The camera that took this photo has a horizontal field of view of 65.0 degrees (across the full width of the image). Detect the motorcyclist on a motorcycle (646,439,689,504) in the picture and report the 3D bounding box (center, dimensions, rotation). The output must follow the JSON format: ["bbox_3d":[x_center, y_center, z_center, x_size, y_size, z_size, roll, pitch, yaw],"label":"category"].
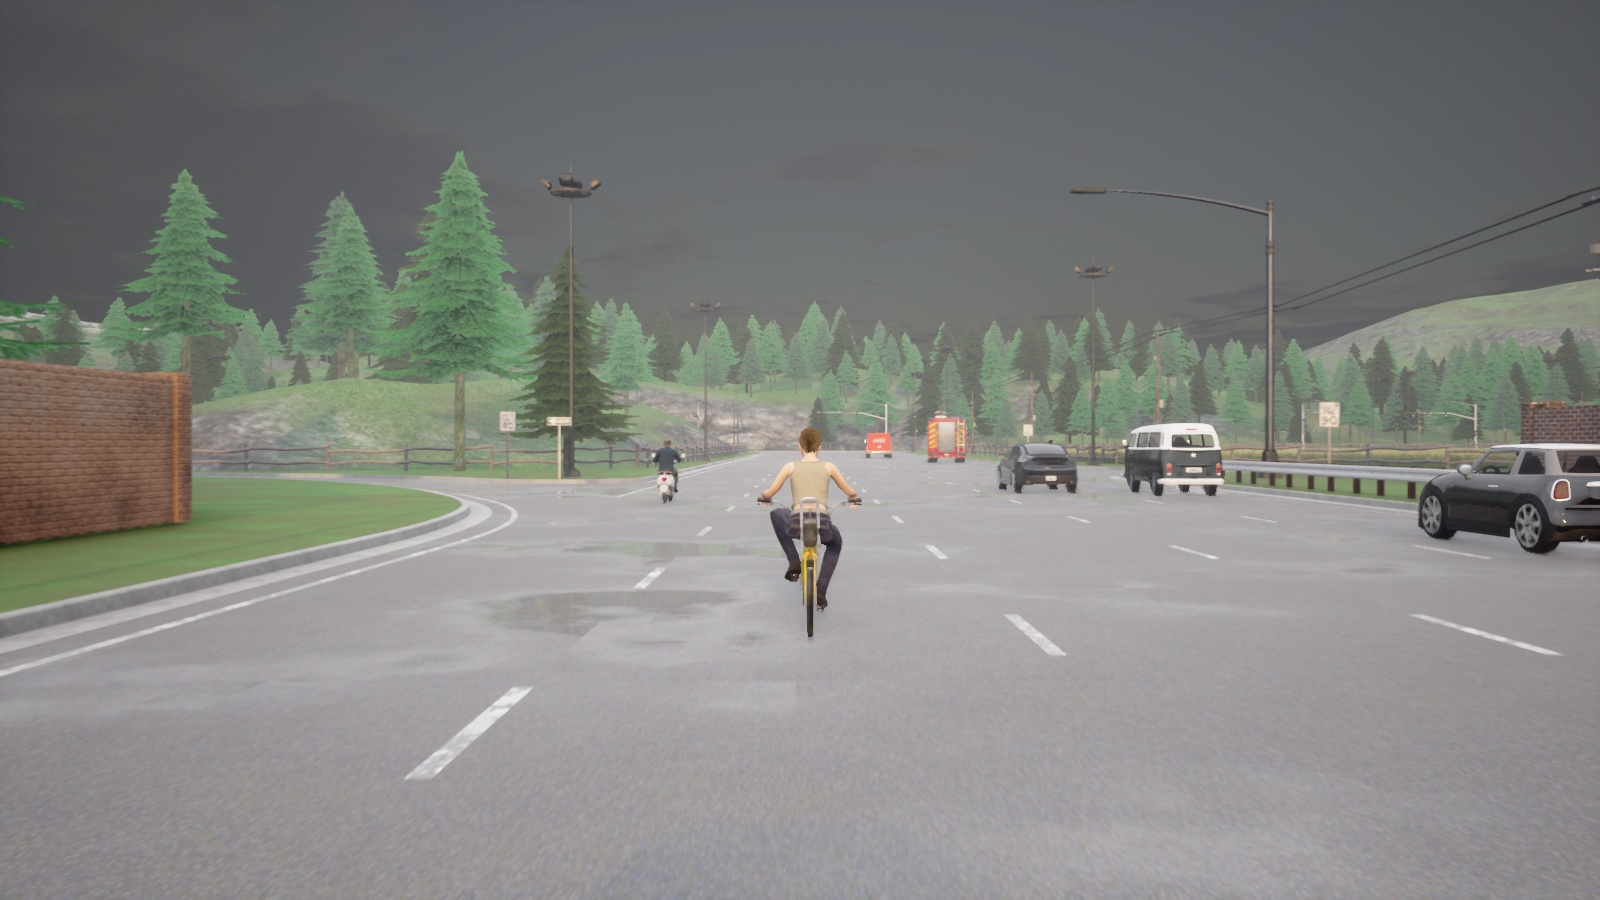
[{"bbox_3d":[-3.307,0.520,31.475,0.866,1.590,1.817,0,0,0],"label":"motorcyclist on a motorcycle"}]

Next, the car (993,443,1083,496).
[{"bbox_3d":[7.233,0.541,38.623,1.837,1.490,4.892,0,1,0],"label":"car"}]

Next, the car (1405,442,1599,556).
[{"bbox_3d":[10.618,0.618,18.110,1.970,1.475,3.806,0,0,0],"label":"car"}]

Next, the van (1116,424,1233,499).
[{"bbox_3d":[10.720,0.276,36.317,2.069,2.038,4.480,0,1,0],"label":"van"}]

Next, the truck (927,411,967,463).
[{"bbox_3d":[11.293,-0.957,97.124,2.891,3.827,8.468,0,0,6],"label":"truck"}]

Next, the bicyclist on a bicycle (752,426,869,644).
[{"bbox_3d":[0.077,0.626,10.066,0.866,1.612,1.509,0,0,0],"label":"bicyclist on a bicycle"}]
